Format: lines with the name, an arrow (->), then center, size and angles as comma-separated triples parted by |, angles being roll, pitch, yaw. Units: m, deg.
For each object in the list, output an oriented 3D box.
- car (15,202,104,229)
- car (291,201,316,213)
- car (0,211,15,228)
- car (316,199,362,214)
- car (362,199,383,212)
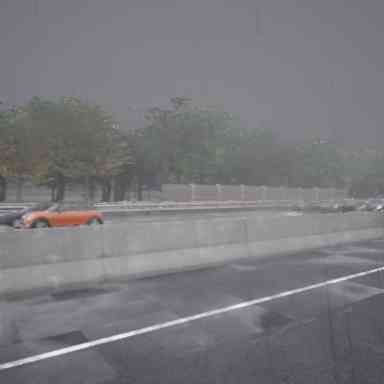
car -> -7.744, 1.403, 19.964 | 4.553, 1.767, 2.097 | 1, 0, -36
car -> 13.667, 1.761, 39.529 | 4.181, 1.385, 1.994 | 0, 0, -35
car -> -10.191, 1.548, 22.268 | 4.892, 1.490, 1.837 | 0, 0, -37
car -> 16.481, 1.553, 37.237 | 4.553, 1.767, 2.097 | 0, 0, -35
car -> 20.057, 1.558, 35.486 | 4.553, 1.767, 2.097 | 0, 0, -35
